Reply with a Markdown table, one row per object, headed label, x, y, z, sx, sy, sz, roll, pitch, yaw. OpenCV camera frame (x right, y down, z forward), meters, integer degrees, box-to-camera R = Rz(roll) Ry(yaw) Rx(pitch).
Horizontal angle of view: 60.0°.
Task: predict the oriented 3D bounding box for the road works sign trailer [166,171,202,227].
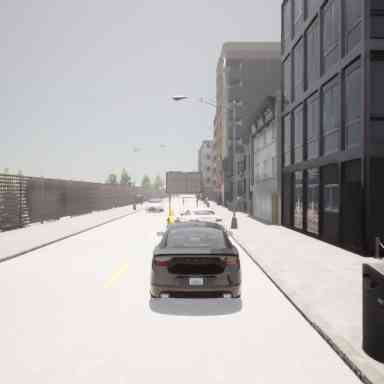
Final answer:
| label | x | y | z | sx | sy | sz | roll | pitch | yaw |
| --- | --- | --- | --- | --- | --- | --- | --- | --- | --- |
| road works sign trailer | -0.569 | 0.464 | 21.366 | 2.380 | 3.560 | 2.880 | 0 | 0 | -17 |

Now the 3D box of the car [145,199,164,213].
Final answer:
| label | x | y | z | sx | sy | sz | roll | pitch | yaw |
| --- | --- | --- | --- | --- | --- | --- | --- | --- | --- |
| car | -4.111 | 1.525 | 37.232 | 1.812 | 1.442 | 4.674 | 0 | 0 | 0 |

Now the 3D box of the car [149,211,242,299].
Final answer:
| label | x | y | z | sx | sy | sz | roll | pitch | yaw |
| --- | --- | --- | --- | --- | --- | --- | --- | --- | --- |
| car | 0.074 | 1.478 | 8.530 | 1.882 | 1.535 | 5.008 | 0 | 0 | 0 |

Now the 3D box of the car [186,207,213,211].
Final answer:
| label | x | y | z | sx | sy | sz | roll | pitch | yaw |
| --- | --- | --- | --- | --- | --- | --- | --- | --- | --- |
| car | 0.398 | 1.540 | 17.882 | 1.812 | 1.442 | 4.674 | 0 | -1 | -9 |
